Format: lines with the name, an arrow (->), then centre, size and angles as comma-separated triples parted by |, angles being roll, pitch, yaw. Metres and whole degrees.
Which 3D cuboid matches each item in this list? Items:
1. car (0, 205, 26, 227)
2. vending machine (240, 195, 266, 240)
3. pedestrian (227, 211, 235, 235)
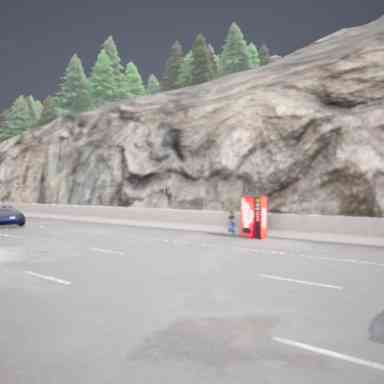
car -> -12.670, 1.541, 21.627 | 4.181, 1.385, 1.994 | 0, 0, 35
vending machine -> 3.043, 1.208, 16.441 | 0.880, 2.100, 1.100 | 0, 0, 35
pedestrian -> 2.006, 1.497, 16.795 | 0.375, 1.300, 0.375 | 0, 0, 35
